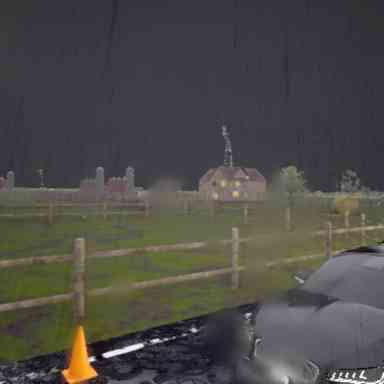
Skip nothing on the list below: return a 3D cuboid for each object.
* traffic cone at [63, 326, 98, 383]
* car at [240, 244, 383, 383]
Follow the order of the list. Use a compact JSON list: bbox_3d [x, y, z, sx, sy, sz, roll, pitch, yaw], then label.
[{"bbox_3d":[-1.388,1.971,4.139,0.340,0.580,0.340,1,-1,-35],"label":"traffic cone"},{"bbox_3d":[2.803,1.574,4.658,4.892,1.490,1.837,1,-1,-37],"label":"car"}]
